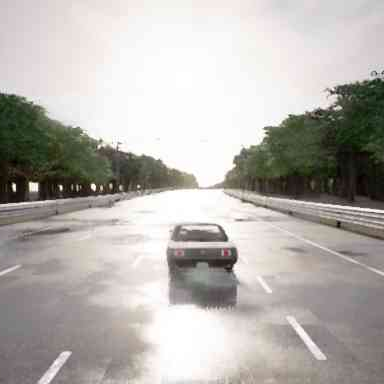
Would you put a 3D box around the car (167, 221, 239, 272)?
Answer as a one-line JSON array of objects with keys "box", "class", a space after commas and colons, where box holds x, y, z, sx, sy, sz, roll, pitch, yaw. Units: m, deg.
[{"box": [0.184, 1.600, 10.786, 1.895, 1.301, 4.718, 0, 0, -2], "class": "car"}]
